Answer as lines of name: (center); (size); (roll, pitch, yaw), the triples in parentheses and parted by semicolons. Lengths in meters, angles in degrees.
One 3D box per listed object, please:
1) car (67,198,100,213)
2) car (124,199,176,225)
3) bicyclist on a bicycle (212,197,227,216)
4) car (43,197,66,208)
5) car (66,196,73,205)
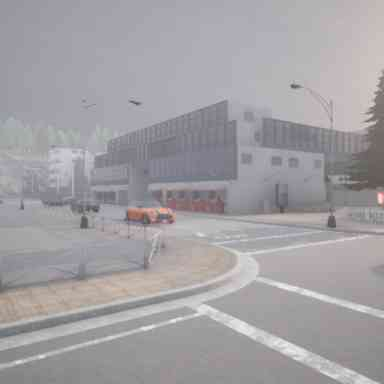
car: (-11.493, 1.583, 35.631); (1.895, 1.301, 4.718); (0, 0, -35)
car: (-3.030, 1.335, 23.472); (2.097, 1.767, 4.553); (0, 0, -35)
bicyclist on a bicycle: (2.415, 1.282, 28.747); (1.656, 1.620, 0.582); (0, 0, -35)
car: (-20.319, 1.590, 48.459); (1.895, 1.301, 4.718); (0, 0, -35)
car: (-20.325, 1.487, 54.589); (1.837, 1.490, 4.892); (0, 0, -35)
